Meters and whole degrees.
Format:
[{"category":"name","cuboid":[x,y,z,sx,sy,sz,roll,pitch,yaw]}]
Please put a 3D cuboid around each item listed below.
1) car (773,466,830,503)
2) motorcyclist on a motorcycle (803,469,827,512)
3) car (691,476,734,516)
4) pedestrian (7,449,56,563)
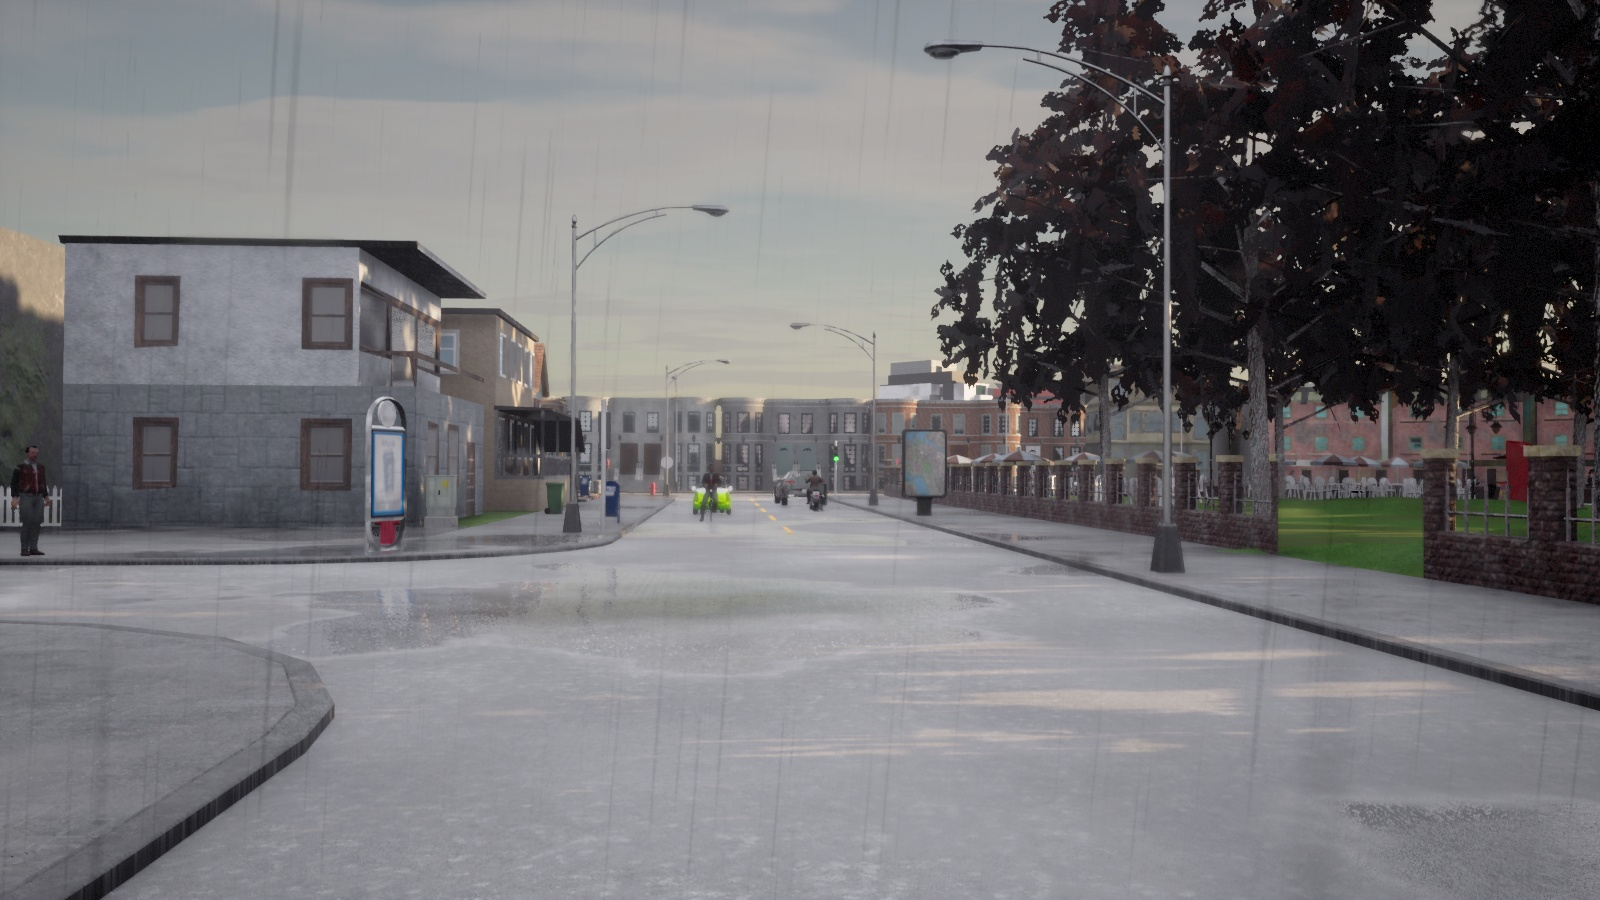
[{"category":"car","cuboid":[0.018,1.585,59.162,2.152,1.651,5.027,0,-1,-6]},{"category":"motorcyclist on a motorcycle","cuboid":[0.572,1.594,49.624,0.766,1.649,2.350,0,-1,-4]},{"category":"car","cuboid":[-3.141,1.638,45.107,1.481,1.376,2.207,0,-1,-4]},{"category":"pedestrian","cuboid":[-12.735,0.924,20.818,0.720,1.854,0.376,-1,-1,28]}]
